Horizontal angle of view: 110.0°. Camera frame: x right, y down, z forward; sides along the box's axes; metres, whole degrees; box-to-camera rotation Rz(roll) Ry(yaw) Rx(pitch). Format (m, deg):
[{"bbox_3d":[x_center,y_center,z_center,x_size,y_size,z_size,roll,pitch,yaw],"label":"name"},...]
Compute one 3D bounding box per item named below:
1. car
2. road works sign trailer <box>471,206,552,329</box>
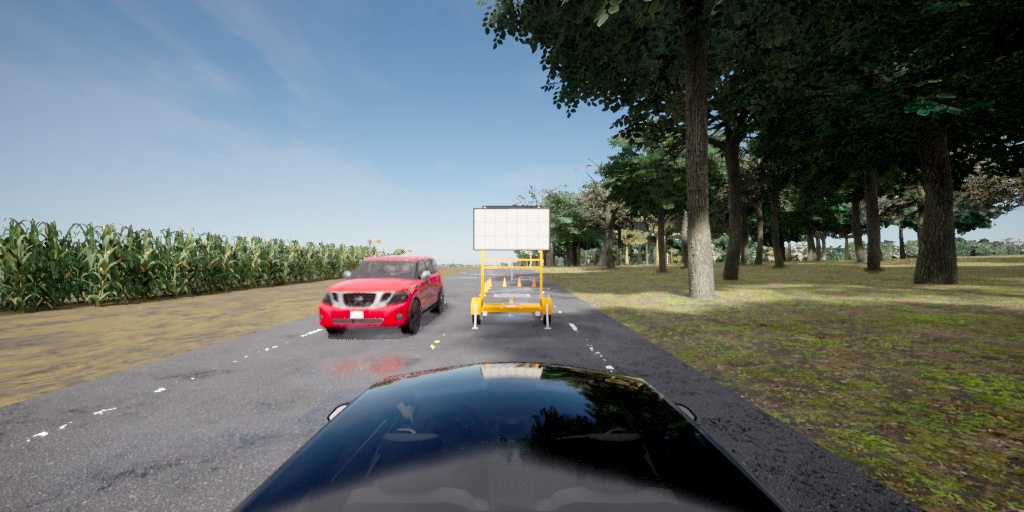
[{"bbox_3d":[-3.508,0.986,10.862,2.150,2.045,5.566,0,0,0],"label":"car"},{"bbox_3d":[-0.004,0.230,11.284,2.380,3.560,2.880,0,0,1],"label":"road works sign trailer"}]
